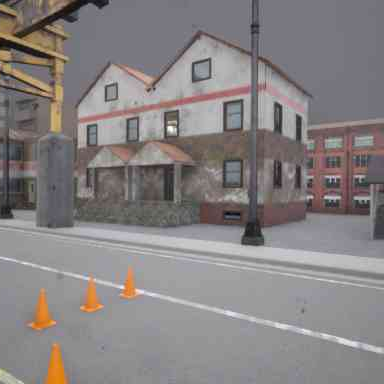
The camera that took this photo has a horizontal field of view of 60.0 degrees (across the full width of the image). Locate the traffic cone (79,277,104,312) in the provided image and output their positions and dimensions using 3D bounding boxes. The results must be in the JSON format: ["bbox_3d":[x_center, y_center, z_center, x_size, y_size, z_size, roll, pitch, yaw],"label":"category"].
[{"bbox_3d":[-1.940,1.949,6.424,0.340,0.580,0.340,0,0,36],"label":"traffic cone"}]

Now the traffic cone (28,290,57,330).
[{"bbox_3d":[-2.525,1.949,5.613,0.340,0.580,0.340,0,0,36],"label":"traffic cone"}]

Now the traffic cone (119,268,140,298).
[{"bbox_3d":[-1.355,1.949,7.235,0.340,0.580,0.340,0,0,36],"label":"traffic cone"}]

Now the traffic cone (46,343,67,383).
[{"bbox_3d":[-1.488,1.952,3.632,0.340,0.580,0.340,0,0,36],"label":"traffic cone"}]
